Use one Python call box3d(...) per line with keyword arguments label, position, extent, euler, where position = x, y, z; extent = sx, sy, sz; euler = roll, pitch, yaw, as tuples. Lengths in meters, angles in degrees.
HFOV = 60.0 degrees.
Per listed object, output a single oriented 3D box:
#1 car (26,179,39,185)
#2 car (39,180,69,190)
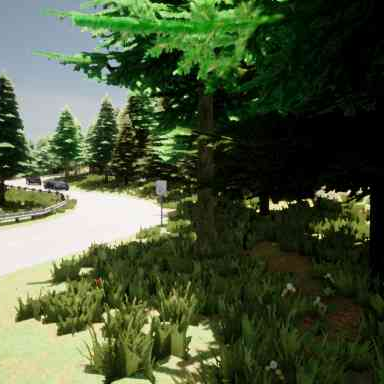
box3d(label="car", position=(-25.451, -1.912, 53.406), extent=(1.837, 1.490, 4.892), euler=(0, 5, -33))
box3d(label="car", position=(-18.827, -0.986, 46.137), extent=(4.181, 1.385, 1.994), euler=(6, 4, 40))
